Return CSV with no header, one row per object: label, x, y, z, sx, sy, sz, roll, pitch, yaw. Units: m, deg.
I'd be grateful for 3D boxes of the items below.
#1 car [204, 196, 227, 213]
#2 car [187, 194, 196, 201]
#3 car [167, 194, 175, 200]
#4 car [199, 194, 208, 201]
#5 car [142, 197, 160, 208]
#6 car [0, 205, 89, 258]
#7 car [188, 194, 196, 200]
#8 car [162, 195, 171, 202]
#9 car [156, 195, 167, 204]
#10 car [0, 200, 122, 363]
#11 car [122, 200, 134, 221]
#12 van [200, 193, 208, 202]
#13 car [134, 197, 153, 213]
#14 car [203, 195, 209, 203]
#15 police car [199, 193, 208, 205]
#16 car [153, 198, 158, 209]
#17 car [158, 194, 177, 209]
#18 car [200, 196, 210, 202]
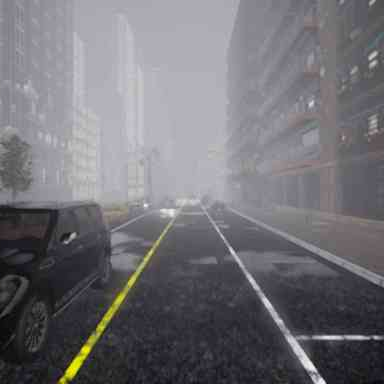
car,2.692,1.468,35.343,2.008,1.369,4.403,0,0,0
car,0.005,1.188,75.525,1.812,1.442,4.674,0,0,0
car,-5.685,1.356,90.500,1.752,1.417,4.829,0,0,0
car,2.694,1.285,79.604,1.967,1.590,4.097,0,0,0
car,-5.688,1.444,46.409,2.008,1.369,4.403,0,0,0
car,-5.691,1.405,13.212,1.967,1.590,4.097,0,0,0
car,0.008,1.235,90.502,2.128,1.511,4.902,0,0,0
car,-5.686,1.432,74.073,1.802,1.307,4.206,0,0,0
car,-5.687,1.391,62.837,1.752,1.417,4.829,0,0,0
car,-3.085,1.205,6.207,2.150,2.045,5.566,0,0,1
car,-5.689,1.465,24.109,1.752,1.417,4.829,0,0,0
van,2.694,1.192,74.071,1.690,1.788,3.998,0,0,0
car,-5.689,1.467,35.344,2.008,1.369,4.403,0,0,0
car,2.692,1.456,40.876,2.008,1.369,4.403,0,0,0
police car,2.369,1.301,56.252,1.930,1.638,5.238,0,0,0
car,-5.688,1.344,40.877,1.967,1.590,4.097,0,0,0
car,-3.080,1.388,44.216,2.128,1.511,4.902,0,0,0
car,2.694,1.440,68.539,1.802,1.307,4.206,0,0,0
